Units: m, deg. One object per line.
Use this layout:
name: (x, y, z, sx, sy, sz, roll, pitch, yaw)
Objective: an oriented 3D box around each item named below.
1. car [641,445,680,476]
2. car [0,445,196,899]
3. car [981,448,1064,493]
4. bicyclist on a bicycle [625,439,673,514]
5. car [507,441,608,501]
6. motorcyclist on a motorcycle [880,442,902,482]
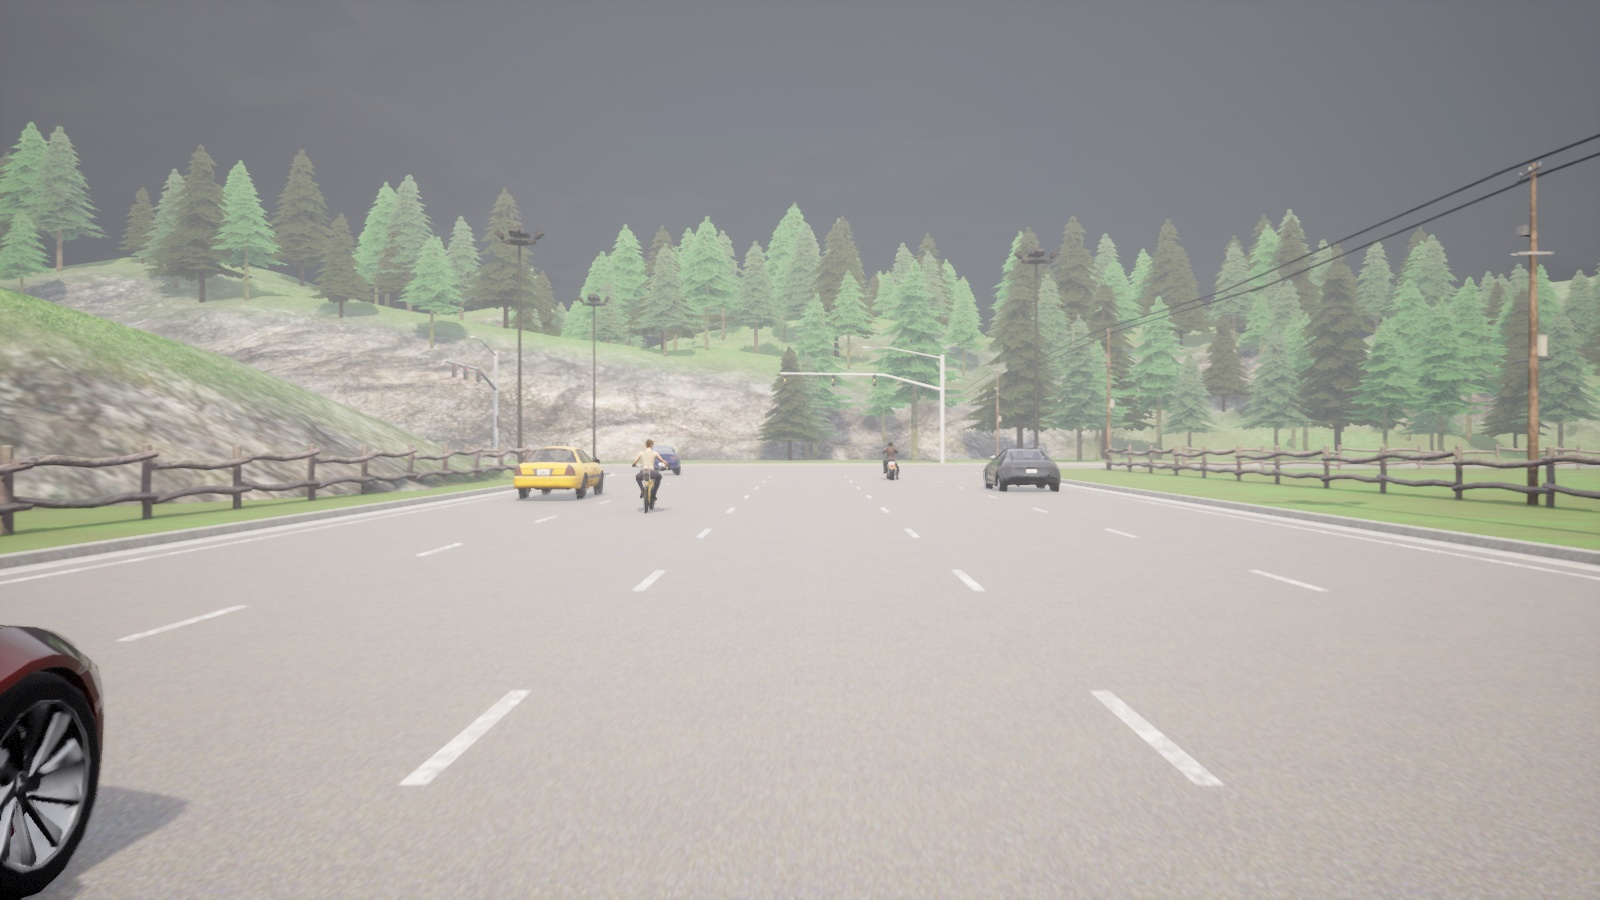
car: (-6.964, 0.502, 62.389, 1.812, 1.442, 4.674, 0, 0, -8)
car: (-3.470, 0.733, 2.547, 2.163, 1.488, 4.792, 0, 0, 0)
car: (7.250, 0.641, 41.287, 1.994, 1.385, 4.181, 0, 0, 0)
bicyclist on a bicycle: (-3.331, 0.563, 27.803, 0.866, 1.612, 1.509, 0, 0, 1)
car: (-6.782, 0.529, 35.646, 1.801, 1.575, 5.366, 0, 0, 0)
motorcyclist on a motorcycle: (3.816, 0.476, 52.853, 0.766, 1.649, 2.350, 0, 0, 0)
